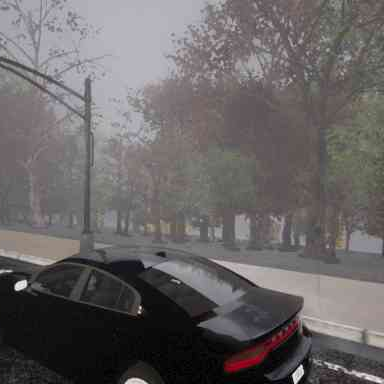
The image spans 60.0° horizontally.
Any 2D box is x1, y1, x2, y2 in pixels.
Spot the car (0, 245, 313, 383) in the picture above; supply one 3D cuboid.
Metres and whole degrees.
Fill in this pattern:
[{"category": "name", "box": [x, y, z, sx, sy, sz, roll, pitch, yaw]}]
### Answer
[{"category": "car", "box": [-1.034, 1.477, 4.477, 5.008, 1.535, 1.882, 0, 0, 36]}]
